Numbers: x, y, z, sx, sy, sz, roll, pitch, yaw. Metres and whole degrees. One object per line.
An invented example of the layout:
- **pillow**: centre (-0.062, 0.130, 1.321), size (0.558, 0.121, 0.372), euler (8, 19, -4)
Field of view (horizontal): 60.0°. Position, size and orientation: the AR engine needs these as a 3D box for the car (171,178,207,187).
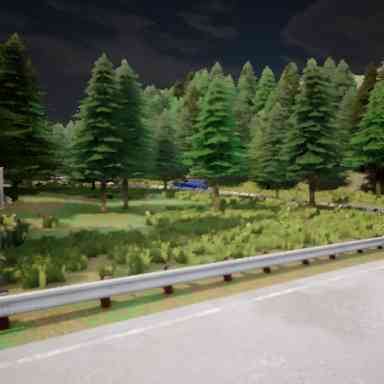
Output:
- **car**: centre (-0.463, -1.027, 50.208), size (5.566, 2.045, 2.150), euler (4, 1, 8)
